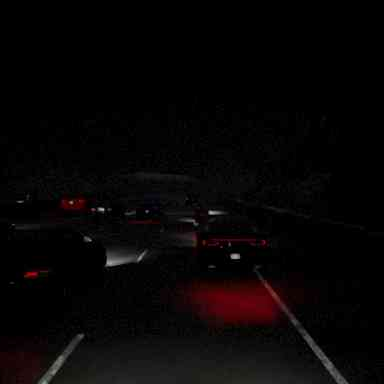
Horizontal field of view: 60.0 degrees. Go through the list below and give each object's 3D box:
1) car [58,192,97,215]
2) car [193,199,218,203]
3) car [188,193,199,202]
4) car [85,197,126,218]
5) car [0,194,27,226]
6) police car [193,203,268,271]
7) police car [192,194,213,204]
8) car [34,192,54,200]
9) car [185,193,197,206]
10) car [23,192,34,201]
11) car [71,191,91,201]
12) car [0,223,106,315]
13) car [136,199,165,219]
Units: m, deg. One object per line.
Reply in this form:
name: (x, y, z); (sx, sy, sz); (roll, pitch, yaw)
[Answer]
car: (-10.287, 0.977, 31.082); (2.150, 2.045, 5.566); (0, 1, 1)
car: (1.117, 1.392, 20.732); (1.812, 1.442, 4.674); (0, 1, 0)
car: (0.195, 0.955, 58.619); (1.837, 1.490, 4.892); (0, 1, 0)
car: (-6.811, 1.342, 27.508); (2.033, 1.411, 5.357); (0, 1, 0)
car: (-6.885, 1.185, 8.771); (2.150, 2.045, 5.566); (0, 0, 0)
police car: (1.084, 1.374, 10.832); (1.930, 1.638, 5.238); (0, 0, 0)
police car: (1.137, 1.227, 26.847); (1.930, 1.638, 5.238); (0, 1, 0)
car: (-27.791, 0.950, 63.566); (1.994, 1.385, 4.181); (0, 1, 0)
car: (0.165, 0.952, 45.109); (2.097, 1.767, 4.553); (0, 1, 1)
car: (-31.291, 0.752, 63.605); (2.097, 1.767, 4.553); (0, 1, 0)
car: (-20.819, 0.761, 62.469); (2.097, 1.767, 4.553); (0, 1, 1)
car: (-3.377, 1.533, 7.618); (1.994, 1.385, 4.181); (0, 0, 0)
car: (-3.312, 1.277, 27.093); (1.882, 1.535, 5.008); (0, 1, 0)
